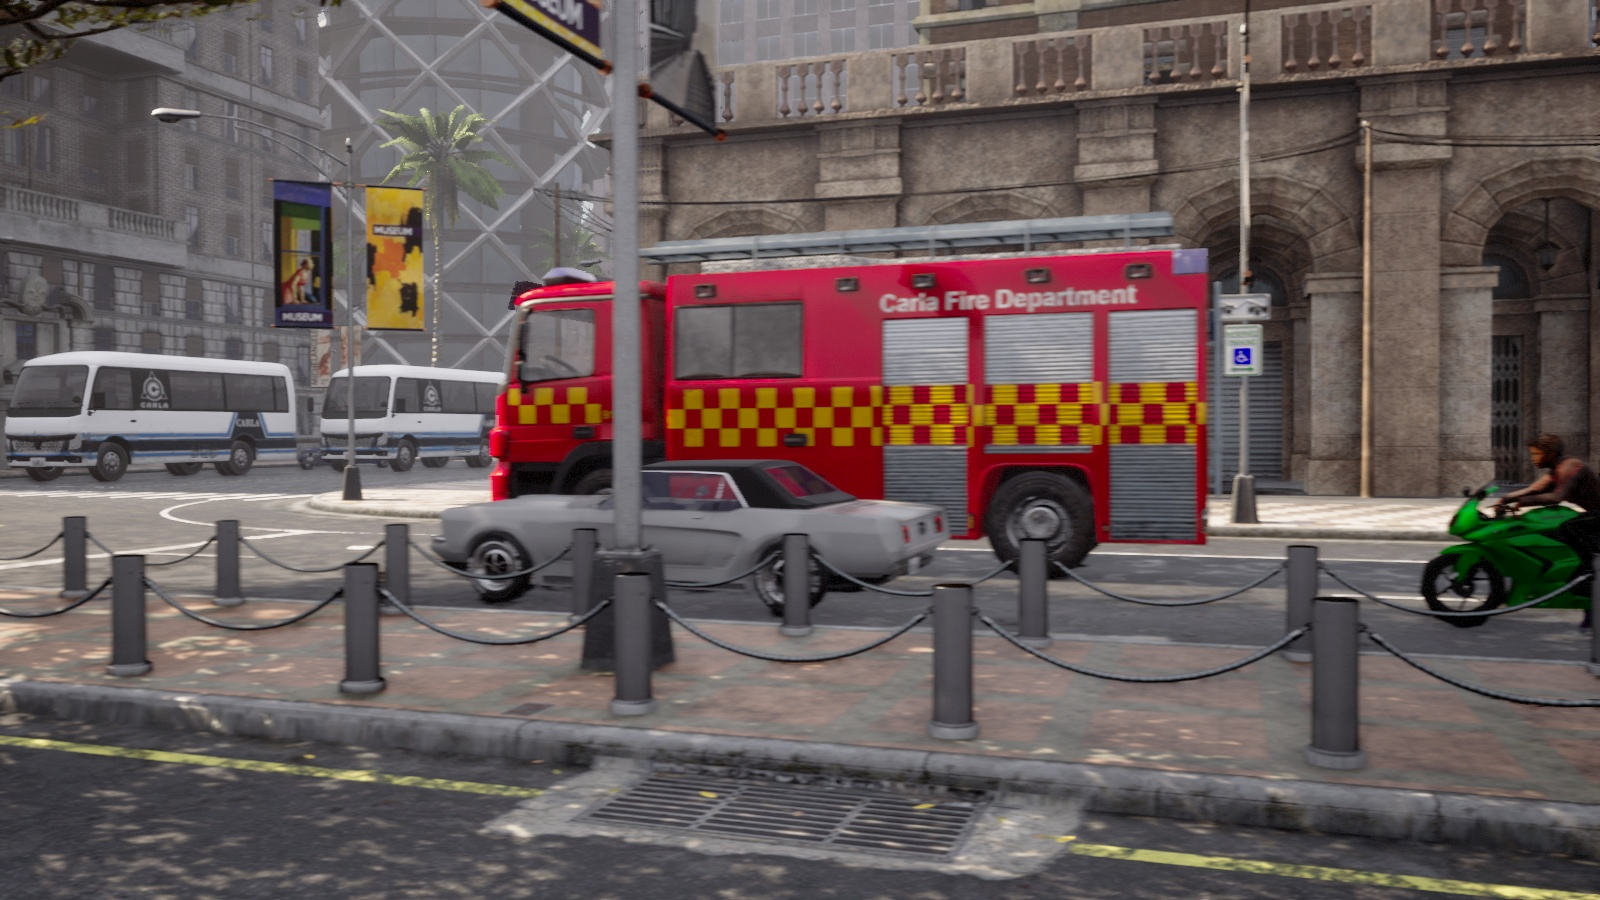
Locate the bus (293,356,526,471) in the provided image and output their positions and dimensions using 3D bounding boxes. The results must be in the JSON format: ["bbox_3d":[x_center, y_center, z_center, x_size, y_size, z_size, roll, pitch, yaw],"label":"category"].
[{"bbox_3d":[-15.869,-1.447,52.291,3.944,4.253,10.273,1,1,19],"label":"bus"}]

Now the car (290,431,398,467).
[{"bbox_3d":[-19.241,-0.073,53.250,1.812,1.442,4.674,1,1,18],"label":"car"}]

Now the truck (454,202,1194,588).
[{"bbox_3d":[0.299,-0.583,15.206,8.468,3.827,2.891,0,1,19],"label":"truck"}]

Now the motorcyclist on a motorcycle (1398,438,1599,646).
[{"bbox_3d":[5.793,0.675,9.683,2.044,1.523,0.797,1,1,19],"label":"motorcyclist on a motorcycle"}]

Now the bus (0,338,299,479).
[{"bbox_3d":[-22.499,-1.330,43.429,3.944,4.253,10.273,1,1,18],"label":"bus"}]

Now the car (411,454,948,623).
[{"bbox_3d":[-1.129,0.732,11.937,4.718,1.301,1.895,1,1,20],"label":"car"}]
